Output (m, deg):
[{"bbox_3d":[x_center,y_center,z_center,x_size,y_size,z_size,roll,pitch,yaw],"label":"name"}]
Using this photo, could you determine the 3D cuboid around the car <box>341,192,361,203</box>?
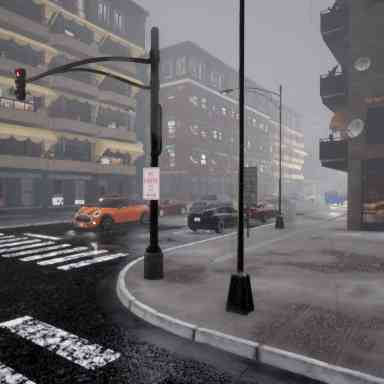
[{"bbox_3d":[23.878,0.764,49.824,1.887,1.381,4.507,2,2,35],"label":"car"}]

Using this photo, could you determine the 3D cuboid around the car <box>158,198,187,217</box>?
[{"bbox_3d":[-2.174,1.181,27.330,1.887,1.381,4.507,2,2,35],"label":"car"}]

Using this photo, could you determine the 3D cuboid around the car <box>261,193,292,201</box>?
[{"bbox_3d":[10.009,1.005,40.144,1.895,1.301,4.718,1,1,35],"label":"car"}]

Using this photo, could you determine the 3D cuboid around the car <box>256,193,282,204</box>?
[{"bbox_3d":[10.638,0.881,45.560,1.947,1.339,4.313,2,2,35],"label":"car"}]

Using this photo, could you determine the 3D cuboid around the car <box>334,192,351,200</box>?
[{"bbox_3d":[25.914,0.696,57.244,1.895,1.301,4.718,1,1,35],"label":"car"}]

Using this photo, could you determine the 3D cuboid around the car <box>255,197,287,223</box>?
[{"bbox_3d":[4.659,1.283,22.480,1.802,1.307,4.206,2,2,35],"label":"car"}]

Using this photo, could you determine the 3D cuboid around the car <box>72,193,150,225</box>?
[{"bbox_3d":[-5.375,1.032,22.766,2.192,1.841,5.009,2,2,35],"label":"car"}]

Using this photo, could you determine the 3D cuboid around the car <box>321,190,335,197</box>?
[{"bbox_3d":[29.857,0.379,72.905,1.887,1.381,4.507,2,2,35],"label":"car"}]

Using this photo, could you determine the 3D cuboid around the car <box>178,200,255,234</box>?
[{"bbox_3d":[1.456,1.348,17.922,1.947,1.339,4.313,2,2,35],"label":"car"}]

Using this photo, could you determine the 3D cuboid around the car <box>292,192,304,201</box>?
[{"bbox_3d":[17.044,0.720,54.675,1.947,1.339,4.313,2,2,35],"label":"car"}]

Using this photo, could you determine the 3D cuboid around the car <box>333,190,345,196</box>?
[{"bbox_3d":[36.263,0.257,82.020,1.802,1.307,4.206,2,2,35],"label":"car"}]

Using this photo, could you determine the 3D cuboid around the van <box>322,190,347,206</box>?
[{"bbox_3d":[17.474,0.721,40.705,1.690,1.788,3.998,2,2,35],"label":"van"}]

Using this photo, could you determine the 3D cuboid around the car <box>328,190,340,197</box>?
[{"bbox_3d":[33.060,0.337,77.463,1.802,1.307,4.206,2,2,35],"label":"car"}]

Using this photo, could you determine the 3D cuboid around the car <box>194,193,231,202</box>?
[{"bbox_3d":[1.714,0.963,28.376,2.097,1.767,4.553,1,1,35],"label":"car"}]

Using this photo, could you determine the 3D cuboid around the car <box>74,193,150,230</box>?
[{"bbox_3d":[-4.560,1.121,19.449,2.097,1.767,4.553,1,1,35],"label":"car"}]
